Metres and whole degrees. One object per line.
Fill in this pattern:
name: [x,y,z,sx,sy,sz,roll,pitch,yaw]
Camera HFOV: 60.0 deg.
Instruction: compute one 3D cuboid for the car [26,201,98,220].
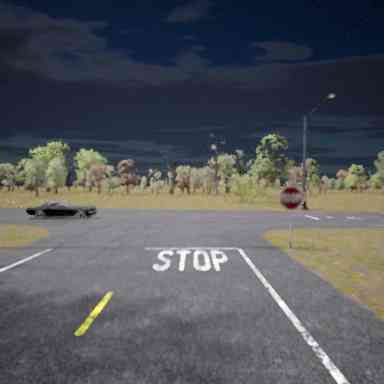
car: [-9.480,1.310,24.580,4.718,1.301,1.895,1,1,0]
